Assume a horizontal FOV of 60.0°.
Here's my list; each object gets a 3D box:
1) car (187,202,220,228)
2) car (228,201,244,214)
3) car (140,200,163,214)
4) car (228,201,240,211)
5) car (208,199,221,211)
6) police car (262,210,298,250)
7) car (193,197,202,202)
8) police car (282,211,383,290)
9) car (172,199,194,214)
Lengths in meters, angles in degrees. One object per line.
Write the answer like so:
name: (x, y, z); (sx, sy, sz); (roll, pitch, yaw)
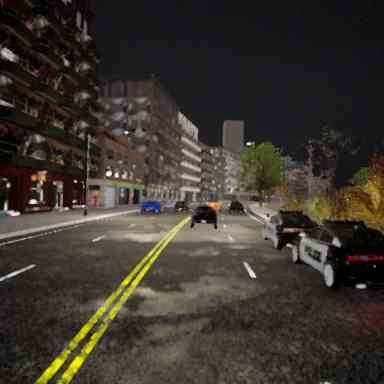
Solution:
car: (0.927, 1.737, 24.530); (1.837, 1.490, 4.892); (1, 0, 4)
car: (5.772, 2.013, 43.403); (1.882, 1.535, 5.008); (1, -1, 7)
car: (-4.655, 1.708, 38.713); (1.882, 1.535, 5.008); (1, -1, 6)
car: (7.041, 2.197, 54.802); (1.837, 1.490, 4.892); (1, -1, 8)
car: (3.146, 1.879, 48.735); (2.097, 1.767, 4.553); (1, -1, 7)
police car: (4.560, 1.670, 15.659); (1.930, 1.638, 5.238); (1, 0, 2)
car: (1.246, 1.813, 79.471); (2.097, 1.767, 4.553); (1, -1, 11)
police car: (4.354, 1.616, 9.745); (1.930, 1.638, 5.238); (1, 0, 2)
car: (-1.216, 1.839, 40.496); (1.837, 1.490, 4.892); (1, -1, 6)
